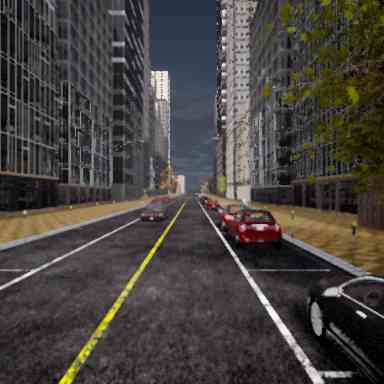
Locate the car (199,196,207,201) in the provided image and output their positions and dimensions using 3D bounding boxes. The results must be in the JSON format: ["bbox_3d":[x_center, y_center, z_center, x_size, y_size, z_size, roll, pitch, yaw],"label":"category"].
[{"bbox_3d":[2.722,1.624,83.416,1.947,1.339,4.313,0,0,0],"label":"car"}]

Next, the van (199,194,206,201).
[{"bbox_3d":[2.725,1.397,89.110,1.690,1.788,3.998,0,0,0],"label":"van"}]

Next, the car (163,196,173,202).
[{"bbox_3d":[-5.661,1.625,77.735,1.947,1.339,4.313,0,0,0],"label":"car"}]

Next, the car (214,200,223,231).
[{"bbox_3d":[2.699,1.471,20.800,1.967,1.590,4.097,0,0,0],"label":"car"}]

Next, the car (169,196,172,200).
[{"bbox_3d":[-5.662,1.604,72.043,1.887,1.381,4.507,0,0,0],"label":"car"}]

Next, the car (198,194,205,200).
[{"bbox_3d":[2.718,1.626,72.031,1.947,1.339,4.313,0,0,0],"label":"car"}]

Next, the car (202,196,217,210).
[{"bbox_3d":[2.708,1.598,43.570,1.887,1.381,4.507,0,0,0],"label":"car"}]

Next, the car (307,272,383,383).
[{"bbox_3d":[2.693,1.558,3.723,2.008,1.369,4.403,0,0,0],"label":"car"}]

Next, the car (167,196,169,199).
[{"bbox_3d":[-5.667,1.641,60.658,1.802,1.307,4.206,0,0,0],"label":"car"}]

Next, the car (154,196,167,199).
[{"bbox_3d":[-5.669,1.602,54.964,1.887,1.381,4.507,0,0,0],"label":"car"}]

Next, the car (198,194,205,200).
[{"bbox_3d":[2.727,1.493,94.801,1.967,1.590,4.097,0,0,0],"label":"car"}]

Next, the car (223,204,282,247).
[{"bbox_3d":[2.697,1.463,15.108,1.967,1.590,4.097,0,0,0],"label":"car"}]

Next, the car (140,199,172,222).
[{"bbox_3d":[-2.991,1.586,27.310,2.033,1.411,5.357,0,0,0],"label":"car"}]

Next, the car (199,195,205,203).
[{"bbox_3d":[2.714,1.625,60.647,1.947,1.339,4.313,0,0,0],"label":"car"}]
